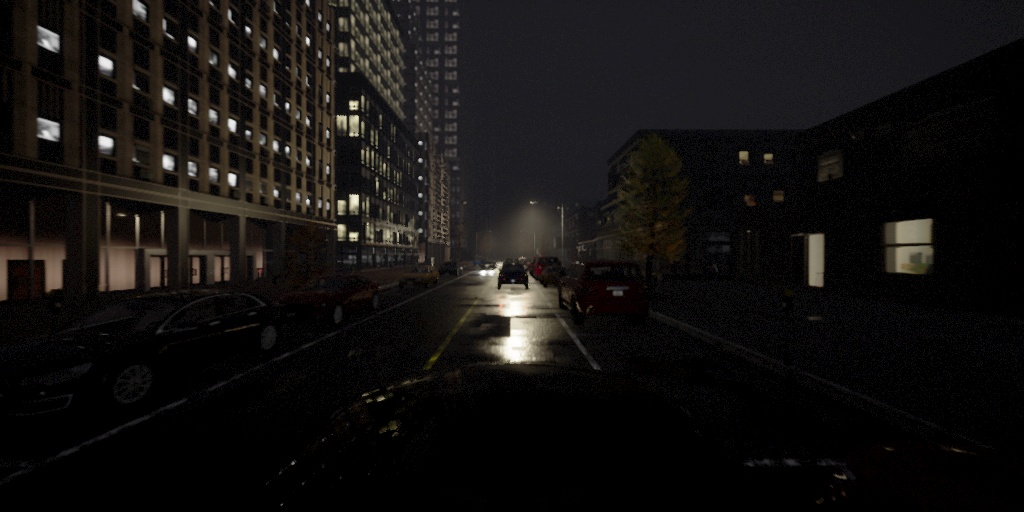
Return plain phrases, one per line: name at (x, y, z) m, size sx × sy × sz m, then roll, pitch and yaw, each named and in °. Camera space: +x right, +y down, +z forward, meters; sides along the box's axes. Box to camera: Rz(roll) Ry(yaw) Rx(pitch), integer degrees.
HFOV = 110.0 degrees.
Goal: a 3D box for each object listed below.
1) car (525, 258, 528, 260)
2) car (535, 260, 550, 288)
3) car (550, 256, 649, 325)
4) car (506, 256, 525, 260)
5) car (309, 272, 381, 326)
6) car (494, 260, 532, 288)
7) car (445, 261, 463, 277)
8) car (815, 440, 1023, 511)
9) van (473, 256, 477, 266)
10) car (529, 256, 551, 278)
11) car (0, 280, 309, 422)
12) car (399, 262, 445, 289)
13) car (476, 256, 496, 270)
car at (2.675, 0.918, 33.647) m, size 2.192 × 1.841 × 5.009 m, roll 0°, pitch 0°, yaw 0°
car at (2.680, 1.178, 22.743) m, size 1.751 × 1.417 × 4.829 m, roll 0°, pitch 0°, yaw 0°
car at (2.686, 1.018, 11.499) m, size 2.192 × 1.841 × 5.009 m, roll 0°, pitch 0°, yaw 0°
car at (0.064, 0.932, 39.038) m, size 2.097 × 1.767 × 4.553 m, roll 0°, pitch 0°, yaw 0°
car at (-5.695, 1.249, 11.497) m, size 1.888 × 1.381 × 4.507 m, roll 0°, pitch 0°, yaw 0°
car at (0.068, 1.179, 22.445) m, size 1.812 × 1.442 × 4.674 m, roll 0°, pitch 0°, yaw 0°
car at (-5.705, 1.171, 33.645) m, size 1.948 × 1.339 × 4.313 m, roll 0°, pitch 0°, yaw 0°
car at (2.691, 1.338, 0.425) m, size 1.802 × 1.307 × 4.207 m, roll 0°, pitch 0°, yaw 0°
van at (-5.719, 0.830, 61.329) m, size 1.690 × 1.789 × 3.998 m, roll 0°, pitch 0°, yaw 0°
car at (2.678, 0.943, 28.111) m, size 2.192 × 1.841 × 5.009 m, roll 0°, pitch 0°, yaw 0°
car at (-5.692, 1.281, 5.961) m, size 2.007 × 1.370 × 4.403 m, roll 0°, pitch 0°, yaw 0°
car at (-5.701, 1.179, 22.402) m, size 1.751 × 1.417 × 4.829 m, roll 0°, pitch 0°, yaw 0°
car at (-3.103, 1.037, 47.255) m, size 2.128 × 1.511 × 4.902 m, roll 0°, pitch 0°, yaw 0°
